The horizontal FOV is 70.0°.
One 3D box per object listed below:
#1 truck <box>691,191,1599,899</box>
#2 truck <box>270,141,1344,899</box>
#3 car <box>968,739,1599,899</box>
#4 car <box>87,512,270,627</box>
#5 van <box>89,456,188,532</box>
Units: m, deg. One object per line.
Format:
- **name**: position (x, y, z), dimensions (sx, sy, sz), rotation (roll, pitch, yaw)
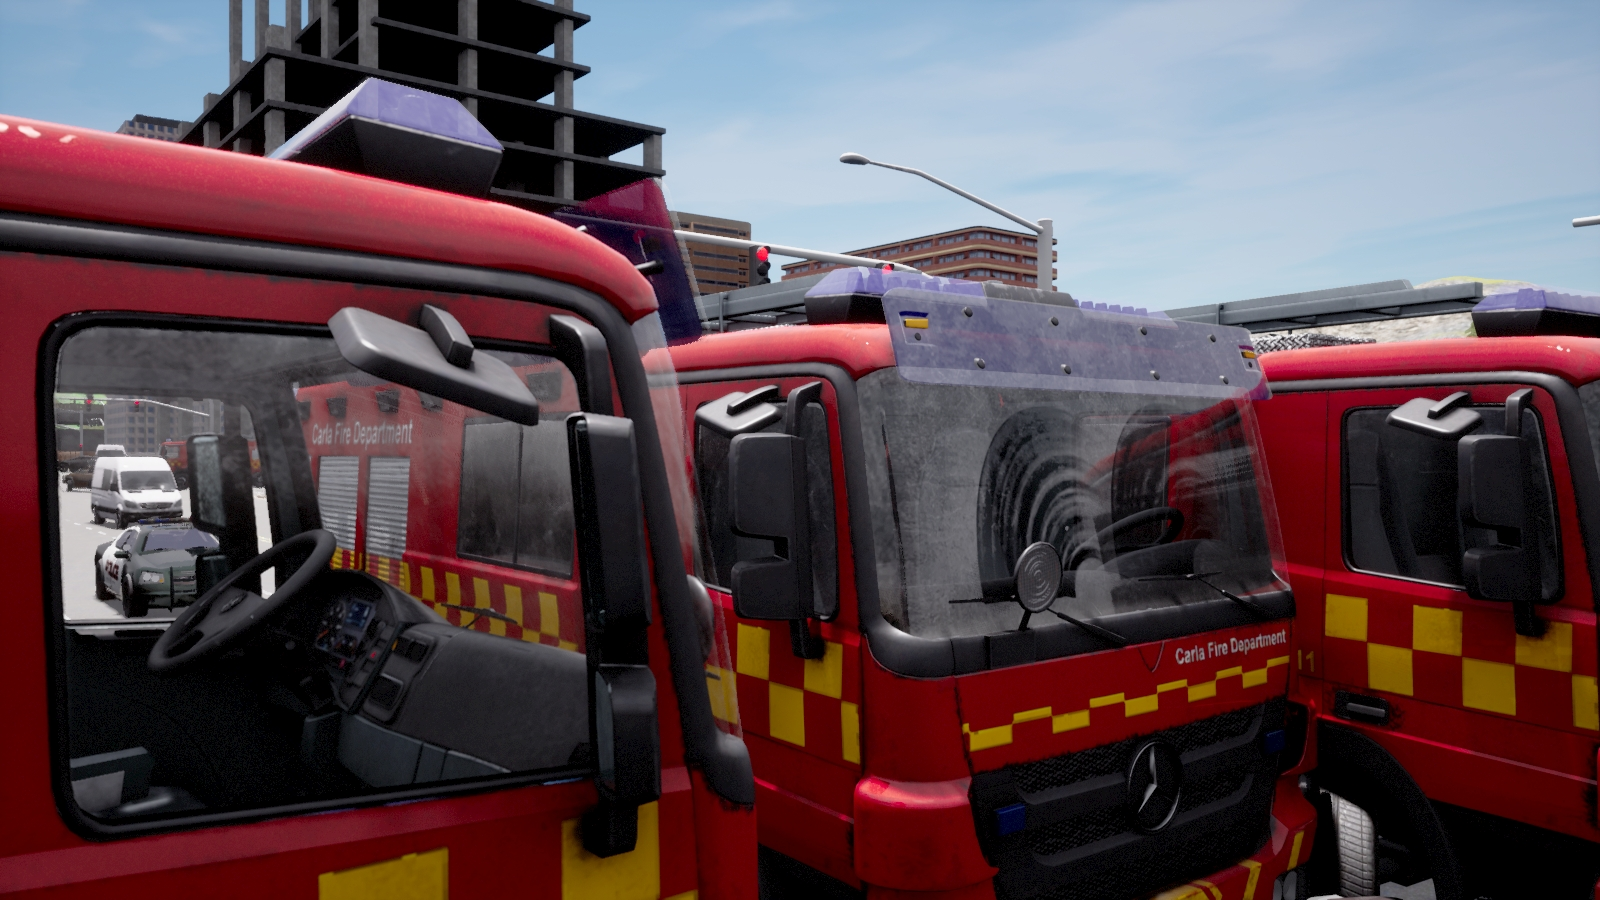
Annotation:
- **truck**: position (2.348, 0.890, 8.605), dimensions (2.891, 3.827, 8.468), rotation (0, 0, -31)
- **truck**: position (-1.099, 0.890, 8.003), dimensions (2.891, 3.827, 8.468), rotation (0, 0, -38)
- **car**: position (2.437, 2.065, 3.109), dimensions (1.970, 1.475, 3.806), rotation (0, 0, -30)
- **car**: position (-11.386, 2.037, 20.746), dimensions (2.038, 1.542, 4.974), rotation (0, 0, -39)
- **van**: position (-24.488, 1.534, 42.180), dimensions (1.988, 2.561, 5.915), rotation (0, 0, -42)
